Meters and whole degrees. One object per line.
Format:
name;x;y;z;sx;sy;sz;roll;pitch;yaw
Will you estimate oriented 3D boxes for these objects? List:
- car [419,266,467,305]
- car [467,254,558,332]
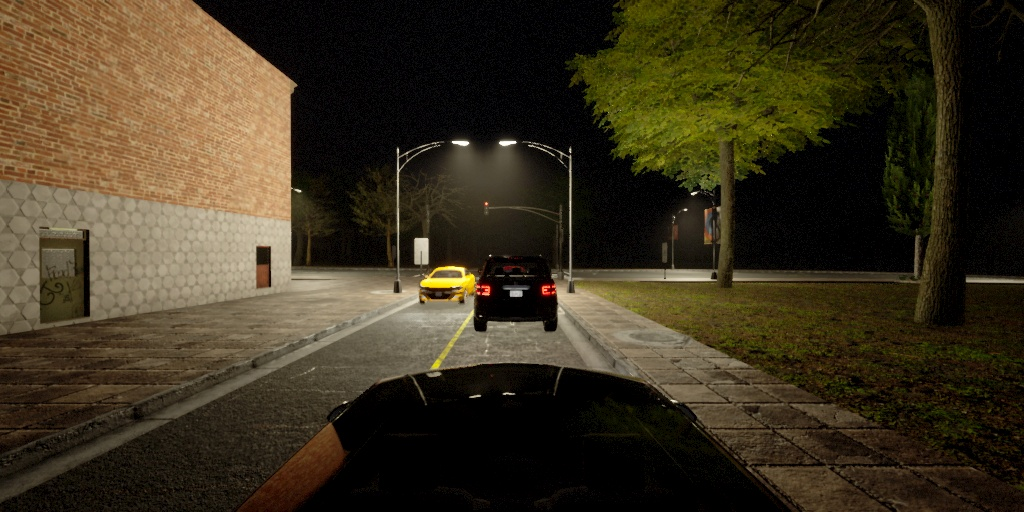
car;-2.828;1.249;16.397;1.882;1.535;5.008;0;-1;0
car;0.086;0.980;11.050;2.150;2.045;5.566;0;0;0
